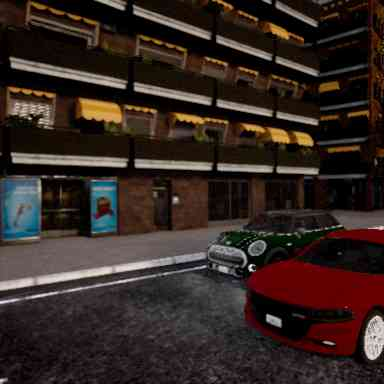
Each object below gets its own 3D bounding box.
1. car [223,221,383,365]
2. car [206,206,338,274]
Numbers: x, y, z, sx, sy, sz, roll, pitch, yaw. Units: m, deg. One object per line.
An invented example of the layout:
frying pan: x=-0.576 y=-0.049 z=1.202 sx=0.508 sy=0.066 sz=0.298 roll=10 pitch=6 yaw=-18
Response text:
car: x=3.115 y=1.449 z=5.970 sx=5.008 sy=1.535 sz=1.882 roll=0 pitch=0 yaw=-36
car: x=2.587 y=1.317 z=9.613 sx=4.553 sy=1.767 sz=2.097 roll=-1 pitch=0 yaw=-36
